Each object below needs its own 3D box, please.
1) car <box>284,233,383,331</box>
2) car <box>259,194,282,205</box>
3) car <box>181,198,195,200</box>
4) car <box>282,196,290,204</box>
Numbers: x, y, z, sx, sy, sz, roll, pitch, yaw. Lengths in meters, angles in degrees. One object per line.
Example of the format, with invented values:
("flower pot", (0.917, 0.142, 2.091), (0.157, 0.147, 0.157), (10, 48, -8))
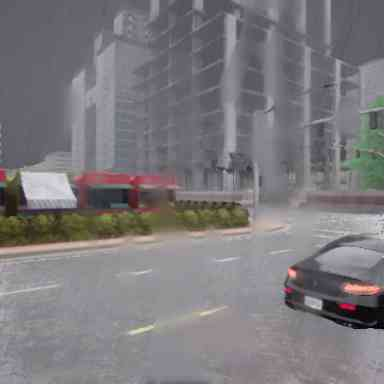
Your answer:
("car", (3.753, 1.547, 6.453), (4.674, 1.442, 1.812), (0, 0, -35))
("car", (13.573, 1.258, 59.506), (1.905, 1.878, 3.866), (0, 0, -36))
("car", (-0.290, 1.492, 38.273), (1.882, 1.535, 5.008), (0, 0, -36))
("car", (15.965, 1.268, 61.217), (1.905, 1.878, 3.866), (0, 0, -36))
